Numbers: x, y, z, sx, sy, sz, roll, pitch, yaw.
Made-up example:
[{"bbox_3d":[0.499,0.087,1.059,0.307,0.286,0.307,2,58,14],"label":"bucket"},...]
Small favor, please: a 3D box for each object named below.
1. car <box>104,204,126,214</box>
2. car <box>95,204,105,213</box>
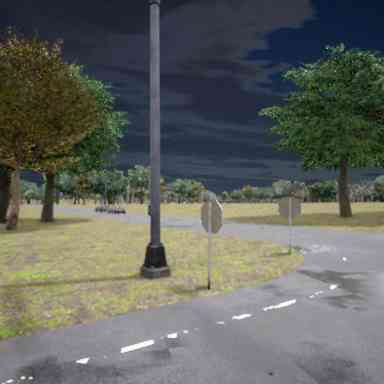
[{"bbox_3d":[-12.596,2.942,55.424,1.994,1.385,4.181,1,-2,-32],"label":"car"},{"bbox_3d":[-16.404,2.981,61.201,2.128,1.511,4.902,1,-2,-33],"label":"car"}]
